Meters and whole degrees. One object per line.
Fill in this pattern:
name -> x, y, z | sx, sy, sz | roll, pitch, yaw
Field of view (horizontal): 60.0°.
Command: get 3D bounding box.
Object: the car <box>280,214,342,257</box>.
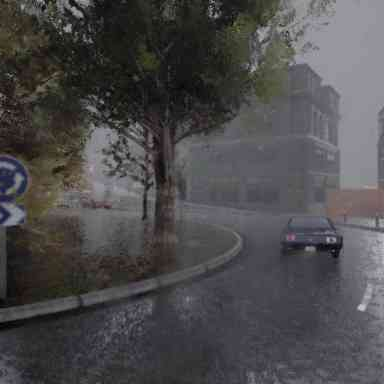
car -> 4.415, 1.502, 12.658 | 1.895, 1.301, 4.718 | 0, 1, 17

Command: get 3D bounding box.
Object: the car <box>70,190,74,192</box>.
car -> -17.940, 0.405, 47.210 | 1.994, 1.385, 4.181 | 0, 4, -17

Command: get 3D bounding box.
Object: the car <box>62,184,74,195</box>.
car -> -21.027, -0.443, 56.413 | 1.882, 1.535, 5.008 | 0, 5, -19

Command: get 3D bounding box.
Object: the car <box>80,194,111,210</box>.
car -> -10.545, 1.237, 36.277 | 1.895, 1.301, 4.718 | 0, 2, -36

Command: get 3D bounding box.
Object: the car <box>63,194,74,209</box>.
car -> -14.813, 1.088, 37.514 | 2.033, 1.411, 5.357 | 0, 3, -22

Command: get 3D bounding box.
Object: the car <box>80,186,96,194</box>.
car -> -14.843, 0.404, 47.342 | 1.837, 1.490, 4.892 | 0, 5, -17
